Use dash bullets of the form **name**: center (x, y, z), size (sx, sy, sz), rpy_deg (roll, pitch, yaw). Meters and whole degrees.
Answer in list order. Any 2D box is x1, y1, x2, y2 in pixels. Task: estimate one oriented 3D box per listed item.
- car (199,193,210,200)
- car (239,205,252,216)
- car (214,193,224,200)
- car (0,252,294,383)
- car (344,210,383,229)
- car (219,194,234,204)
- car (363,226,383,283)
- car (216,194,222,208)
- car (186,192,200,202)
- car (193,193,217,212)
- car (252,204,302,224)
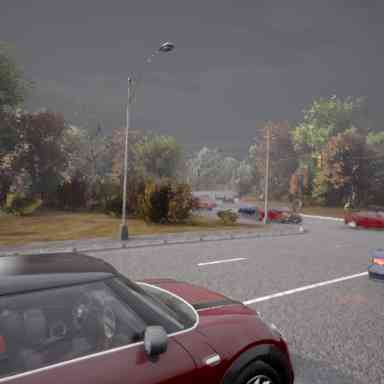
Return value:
- **car**: center (2.916, 1.048, 78.393), size (2.128, 1.511, 4.902), rpy_deg (2, 2, -1)
- **car**: center (7.585, 2.316, 39.932), size (1.895, 1.301, 4.718), rpy_deg (3, 0, -21)
- **car**: center (6.371, 1.170, 79.475), size (1.994, 1.385, 4.181), rpy_deg (2, 2, -1)
- **car**: center (-1.180, 1.354, 2.905), size (4.553, 1.767, 2.097), rpy_deg (0, 0, -36)
- **car**: center (14.307, 2.192, 25.750), size (1.882, 1.535, 5.008), rpy_deg (3, -2, -28)
- **car**: center (7.453, 1.563, 69.270), size (1.837, 1.490, 4.892), rpy_deg (2, 3, -8)
- **car**: center (6.573, 1.663, 8.462), size (5.357, 1.411, 2.033), rpy_deg (2, -1, -36)
- **car**: center (2.830, 1.684, 55.038), size (2.097, 1.767, 4.553), rpy_deg (3, 2, -13)
- **car**: center (0.129, 1.056, 69.650), size (2.097, 1.767, 4.553), rpy_deg (2, 2, -9)
- **car**: center (1.221, 1.618, 47.664), size (2.150, 2.045, 5.566), rpy_deg (2, 0, -17)
- **car**: center (7.957, 1.954, 30.599), size (2.097, 1.767, 4.553), rpy_deg (3, -1, -25)
